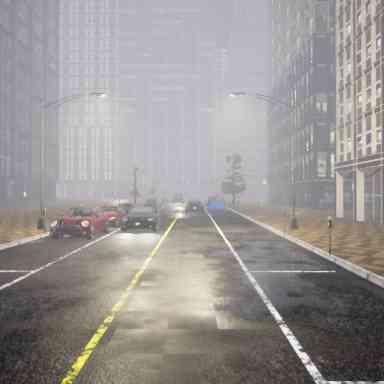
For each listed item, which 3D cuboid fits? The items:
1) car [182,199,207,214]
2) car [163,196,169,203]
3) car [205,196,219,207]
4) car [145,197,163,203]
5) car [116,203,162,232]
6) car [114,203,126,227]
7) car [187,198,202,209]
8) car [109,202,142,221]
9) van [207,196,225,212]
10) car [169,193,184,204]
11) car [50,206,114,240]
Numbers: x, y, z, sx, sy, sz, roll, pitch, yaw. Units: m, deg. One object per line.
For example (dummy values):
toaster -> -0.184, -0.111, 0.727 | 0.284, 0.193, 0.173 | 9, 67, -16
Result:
car -> 0.298, 1.574, 35.523 | 1.994, 1.385, 4.181 | 0, 0, 1
car -> -5.412, 1.563, 67.669 | 2.008, 1.369, 4.403 | 1, 0, 0
car -> 2.998, 1.452, 50.684 | 1.967, 1.590, 4.097 | 1, 0, 0
car -> -5.417, 1.577, 45.100 | 1.947, 1.339, 4.313 | 1, 0, 0
car -> -2.978, 1.570, 20.247 | 1.994, 1.385, 4.181 | 0, 0, 1
car -> -5.551, 1.589, 22.530 | 1.802, 1.307, 4.206 | 1, 0, 0
car -> 0.339, 1.576, 45.456 | 1.994, 1.385, 4.181 | 0, 0, 1
car -> -5.518, 1.574, 28.172 | 1.947, 1.339, 4.313 | 1, 0, 0
van -> 2.933, 1.352, 39.402 | 1.690, 1.788, 3.998 | 1, 0, 0
car -> -2.650, 1.237, 63.830 | 2.150, 2.045, 5.566 | 0, 0, 1
car -> -5.583, 1.445, 16.887 | 1.967, 1.590, 4.097 | 1, 0, 0
